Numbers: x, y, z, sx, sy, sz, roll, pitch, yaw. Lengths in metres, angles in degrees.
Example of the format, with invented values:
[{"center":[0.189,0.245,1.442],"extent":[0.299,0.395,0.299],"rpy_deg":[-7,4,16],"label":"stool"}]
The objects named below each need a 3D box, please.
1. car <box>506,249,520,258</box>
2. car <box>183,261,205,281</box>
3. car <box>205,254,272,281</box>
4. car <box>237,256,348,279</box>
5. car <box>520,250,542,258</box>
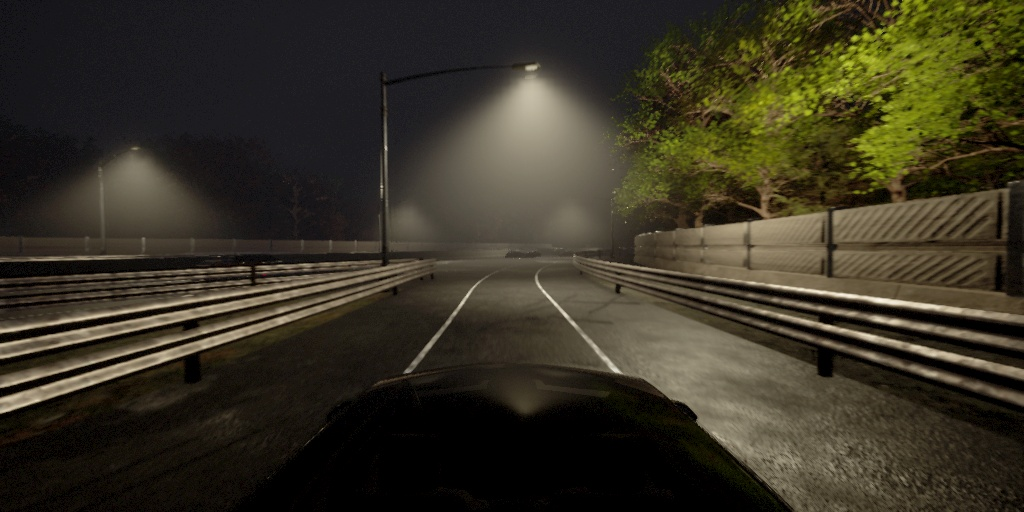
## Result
[{"center":[0.619,-0.371,64.321],"extent":[2.128,1.511,4.902],"rpy_deg":[0,2,25],"label":"car"},{"center":[-18.590,0.881,23.441],"extent":[1.895,1.301,4.718],"rpy_deg":[0,2,25],"label":"car"},{"center":[-15.389,0.651,22.016],"extent":[2.097,1.767,4.553],"rpy_deg":[0,2,25],"label":"car"},{"center":[-12.152,0.863,20.681],"extent":[2.033,1.411,5.357],"rpy_deg":[0,2,25],"label":"car"},{"center":[3.820,-0.353,62.902],"extent":[2.128,1.511,4.902],"rpy_deg":[0,2,25],"label":"car"}]
